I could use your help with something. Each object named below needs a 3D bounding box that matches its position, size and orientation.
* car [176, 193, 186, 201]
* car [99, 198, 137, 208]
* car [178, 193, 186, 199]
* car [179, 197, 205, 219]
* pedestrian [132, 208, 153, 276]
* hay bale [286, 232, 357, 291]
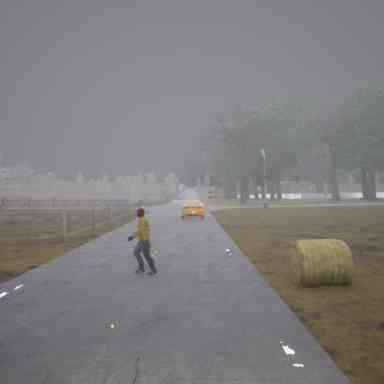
[{"bbox_3d":[-2.720,1.322,77.612,1.994,1.385,4.181,0,1,0],"label":"car"},{"bbox_3d":[-10.590,1.548,47.701,5.357,1.411,2.033,0,-1,6],"label":"car"},{"bbox_3d":[-2.714,1.121,93.138,2.033,1.411,5.357,0,1,0],"label":"car"},{"bbox_3d":[0.092,1.465,29.216,1.882,1.535,5.008,0,0,0],"label":"car"},{"bbox_3d":[-1.326,1.294,8.929,0.375,1.860,0.375,1,-1,-5],"label":"pedestrian"},{"bbox_3d":[3.117,1.656,8.169,1.220,1.180,1.240,-1,-1,0],"label":"hay bale"}]
